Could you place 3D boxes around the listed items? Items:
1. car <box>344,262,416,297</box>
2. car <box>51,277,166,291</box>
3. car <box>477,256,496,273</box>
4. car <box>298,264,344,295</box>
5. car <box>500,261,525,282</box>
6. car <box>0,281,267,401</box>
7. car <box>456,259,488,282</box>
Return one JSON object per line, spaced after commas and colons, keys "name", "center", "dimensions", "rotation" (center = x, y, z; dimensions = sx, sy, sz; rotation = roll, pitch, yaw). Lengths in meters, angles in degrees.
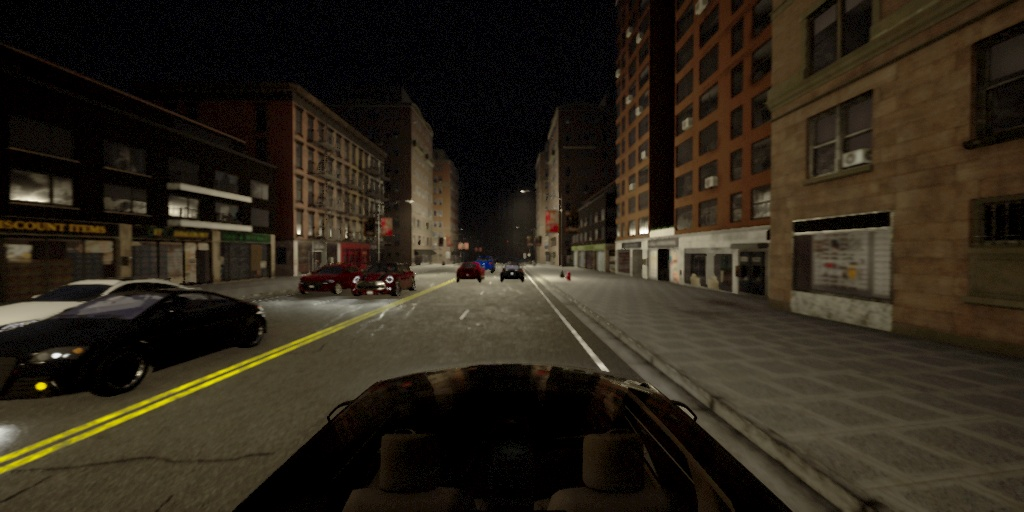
{"name": "car", "center": [-6.584, 1.105, 18.824], "dimensions": [2.097, 1.767, 4.553], "rotation": [0, 0, 0]}
{"name": "car", "center": [-9.843, 1.275, 8.678], "dimensions": [1.812, 1.442, 4.674], "rotation": [0, 0, 0]}
{"name": "car", "center": [-3.187, 1.005, 43.934], "dimensions": [2.150, 2.045, 5.566], "rotation": [0, 0, 1]}
{"name": "car", "center": [-9.835, 1.232, 20.086], "dimensions": [1.882, 1.535, 5.008], "rotation": [0, 0, 0]}
{"name": "car", "center": [0.021, 1.327, 29.618], "dimensions": [1.994, 1.385, 4.181], "rotation": [0, 0, 0]}
{"name": "car", "center": [-6.591, 1.313, 6.466], "dimensions": [1.994, 1.385, 4.181], "rotation": [0, 0, 0]}
{"name": "car", "center": [-3.237, 1.240, 28.697], "dimensions": [1.882, 1.535, 5.008], "rotation": [0, 0, 0]}
